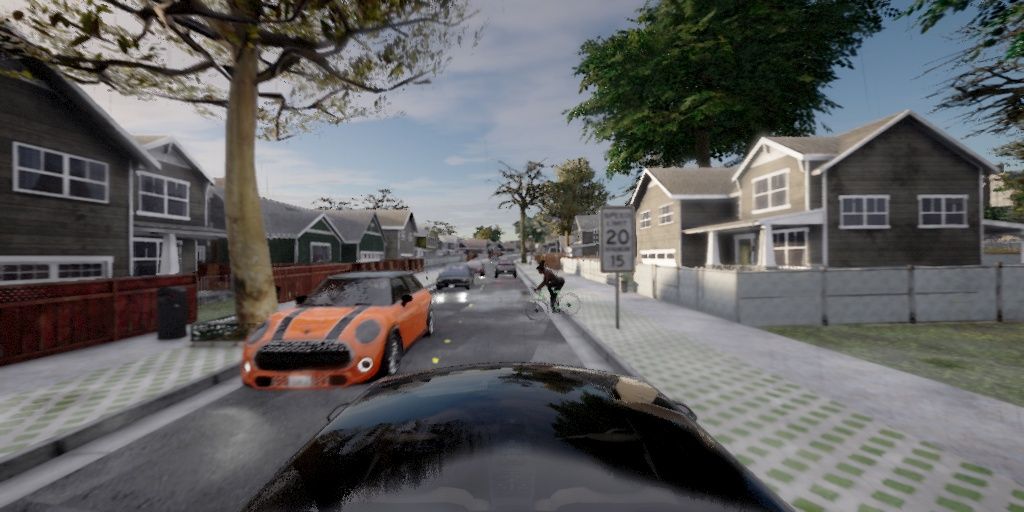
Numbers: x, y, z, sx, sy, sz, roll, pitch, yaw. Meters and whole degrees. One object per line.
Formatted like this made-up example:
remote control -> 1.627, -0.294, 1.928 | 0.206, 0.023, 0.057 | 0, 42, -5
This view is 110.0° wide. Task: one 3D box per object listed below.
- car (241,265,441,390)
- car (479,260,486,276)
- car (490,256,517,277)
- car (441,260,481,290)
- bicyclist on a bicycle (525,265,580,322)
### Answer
car -> -2.952, 1.104, 7.139 | 2.097, 1.767, 4.553 | -1, 0, -1
car -> -3.508, 1.095, 33.795 | 1.812, 1.442, 4.674 | -1, 1, 0
car -> -0.561, 1.046, 32.000 | 2.128, 1.511, 4.902 | -1, 0, -1
car -> -3.272, 1.210, 21.803 | 2.033, 1.411, 5.357 | -1, 0, -1
bicyclist on a bicycle -> 1.127, 1.059, 10.561 | 1.656, 1.620, 0.582 | -10, 1, -1
